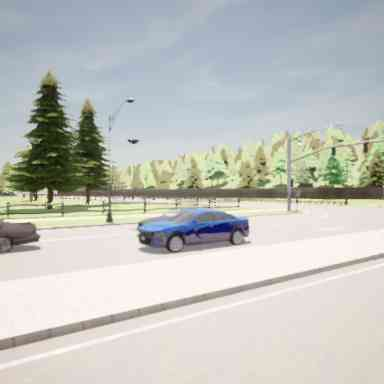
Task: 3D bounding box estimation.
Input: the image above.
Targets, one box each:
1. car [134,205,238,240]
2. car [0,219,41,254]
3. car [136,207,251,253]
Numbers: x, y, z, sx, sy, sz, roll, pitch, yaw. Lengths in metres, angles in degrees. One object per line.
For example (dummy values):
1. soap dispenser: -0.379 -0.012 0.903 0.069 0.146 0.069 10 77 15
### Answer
1. car: -0.225 1.528 17.834 5.357 1.411 2.033 0 0 -36
2. car: -8.459 1.547 12.056 5.357 1.411 2.033 0 0 -35
3. car: 0.220 1.462 13.881 5.008 1.535 1.882 0 0 -35
